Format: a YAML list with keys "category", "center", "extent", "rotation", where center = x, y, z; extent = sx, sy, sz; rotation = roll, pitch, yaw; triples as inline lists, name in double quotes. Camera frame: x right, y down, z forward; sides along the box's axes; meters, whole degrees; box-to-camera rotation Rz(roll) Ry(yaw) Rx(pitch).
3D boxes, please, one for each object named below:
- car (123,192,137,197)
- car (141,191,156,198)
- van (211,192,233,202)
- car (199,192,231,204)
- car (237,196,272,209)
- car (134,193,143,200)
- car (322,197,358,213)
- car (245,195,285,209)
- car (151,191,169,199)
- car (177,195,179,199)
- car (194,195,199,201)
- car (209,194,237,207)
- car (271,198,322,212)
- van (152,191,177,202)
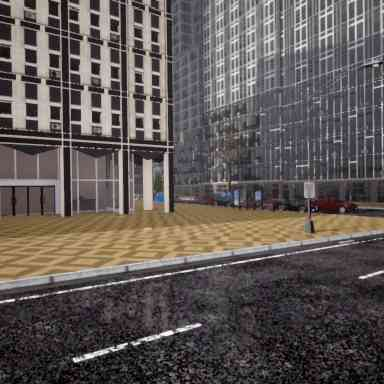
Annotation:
- category: "car"
  center: [-17.116, 0.688, 91.712]
  extent: [2.008, 1.369, 4.403]
  rotation: [0, 1, -34]
- category: "car"
  center: [-10.729, 0.685, 82.307]
  extent: [1.967, 1.590, 4.097]
  rotation: [0, 1, -34]
- category: "van"
  center: [5.238, 0.855, 58.798]
  extent: [1.690, 1.788, 3.998]
  rotation: [0, 1, -34]
- category: "car"
  center: [3.599, 1.011, 50.879]
  extent: [2.097, 1.767, 4.553]
  rotation: [-1, 1, -35]
- category: "car"
  center: [7.792, 1.388, 39.929]
  extent: [1.802, 1.307, 4.206]
  rotation: [0, 1, -34]
- category: "car"
  center: [-11.275, 1.039, 68.199]
  extent: [2.008, 1.369, 4.403]
  rotation: [0, 1, -34]
- category: "car"
  center: [14.651, 1.315, 34.622]
  extent: [1.882, 1.535, 5.008]
  rotation: [-1, 1, -34]
- category: "car"
  center: [9.252, 1.228, 42.573]
  extent: [1.882, 1.535, 5.008]
  rotation: [-1, 1, -34]
- category: "car"
  center: [-7.536, 0.614, 77.605]
  extent: [2.192, 1.841, 5.009]
  rotation: [0, 1, -34]
- category: "car"
  center: [-4.342, 0.935, 72.907]
  extent: [1.802, 1.307, 4.206]
  rotation: [0, 1, -34]
- category: "car"
  center: [2.045, 1.043, 63.503]
  extent: [1.802, 1.307, 4.206]
  rotation: [0, 1, -34]
- category: "car"
  center: [4.647, 1.319, 44.662]
  extent: [1.947, 1.339, 4.313]
  rotation: [0, 1, -34]
- category: "car"
  center: [10.972, 1.424, 35.215]
  extent: [1.947, 1.339, 4.313]
  rotation: [0, 1, -34]
- category: "van"
  center: [-4.888, 0.937, 58.793]
  extent: [1.690, 1.788, 3.998]
  rotation: [0, 1, -34]
